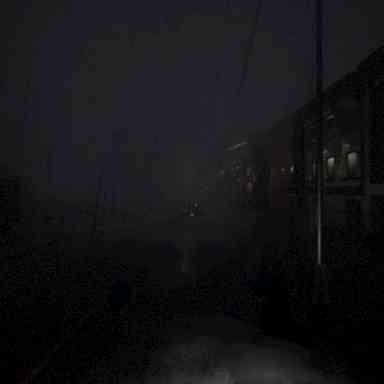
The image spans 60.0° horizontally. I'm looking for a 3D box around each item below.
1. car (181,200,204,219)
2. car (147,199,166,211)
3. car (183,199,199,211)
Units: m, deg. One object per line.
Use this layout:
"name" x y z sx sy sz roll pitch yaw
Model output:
"car" 0.019 1.605 29.326 1.895 1.301 4.718 0 0 0
"car" -4.203 1.572 40.303 1.994 1.385 4.181 0 0 0
"car" -0.127 1.608 42.232 1.895 1.301 4.718 0 0 0
